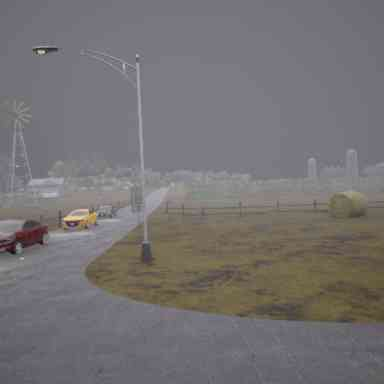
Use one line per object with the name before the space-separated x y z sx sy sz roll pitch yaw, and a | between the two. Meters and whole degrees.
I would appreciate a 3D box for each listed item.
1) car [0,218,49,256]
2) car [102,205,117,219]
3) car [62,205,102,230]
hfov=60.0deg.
car | -8.626 2.076 16.106 1.882 1.535 5.008 -3 -1 -3
car | -9.779 2.236 38.024 1.837 1.490 4.892 -3 1 -3
car | -9.240 2.199 27.757 1.882 1.535 5.008 -3 0 -3
